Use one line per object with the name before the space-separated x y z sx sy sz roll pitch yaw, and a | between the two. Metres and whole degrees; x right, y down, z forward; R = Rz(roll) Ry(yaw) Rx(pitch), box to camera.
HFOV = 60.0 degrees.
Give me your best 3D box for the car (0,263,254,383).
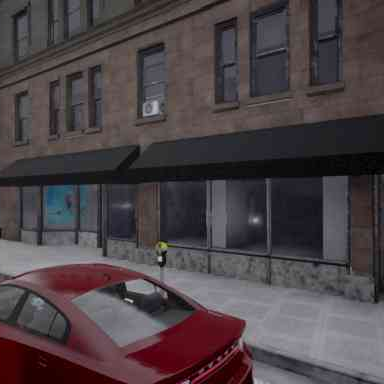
car | -1.519 1.545 3.932 4.507 1.381 1.887 0 0 35
